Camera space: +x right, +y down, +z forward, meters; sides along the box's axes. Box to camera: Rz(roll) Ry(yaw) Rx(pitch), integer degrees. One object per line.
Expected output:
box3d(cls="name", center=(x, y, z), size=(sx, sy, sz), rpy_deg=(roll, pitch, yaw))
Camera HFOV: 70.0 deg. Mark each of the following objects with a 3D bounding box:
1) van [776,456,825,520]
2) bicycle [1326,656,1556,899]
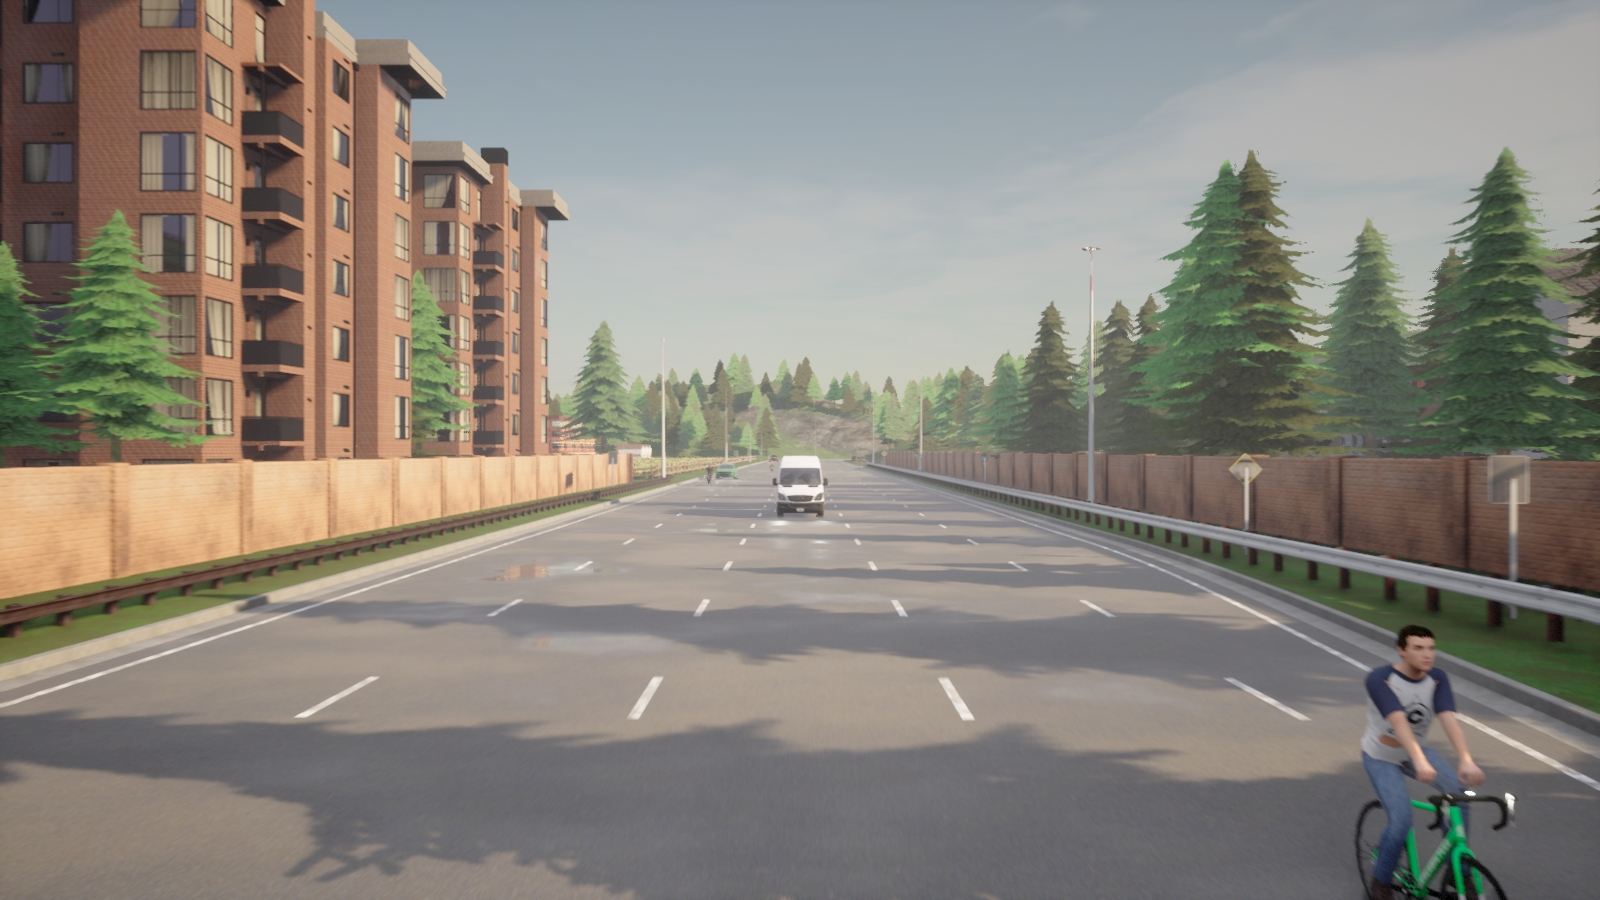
box3d(cls="van", center=(0.017, 1.534, 49.101), size=(1.988, 2.561, 5.915), rpy_deg=(0, 0, 0))
box3d(cls="bicycle", center=(3.524, 2.056, 6.425), size=(0.373, 1.496, 1.643), rpy_deg=(0, 0, 0))
